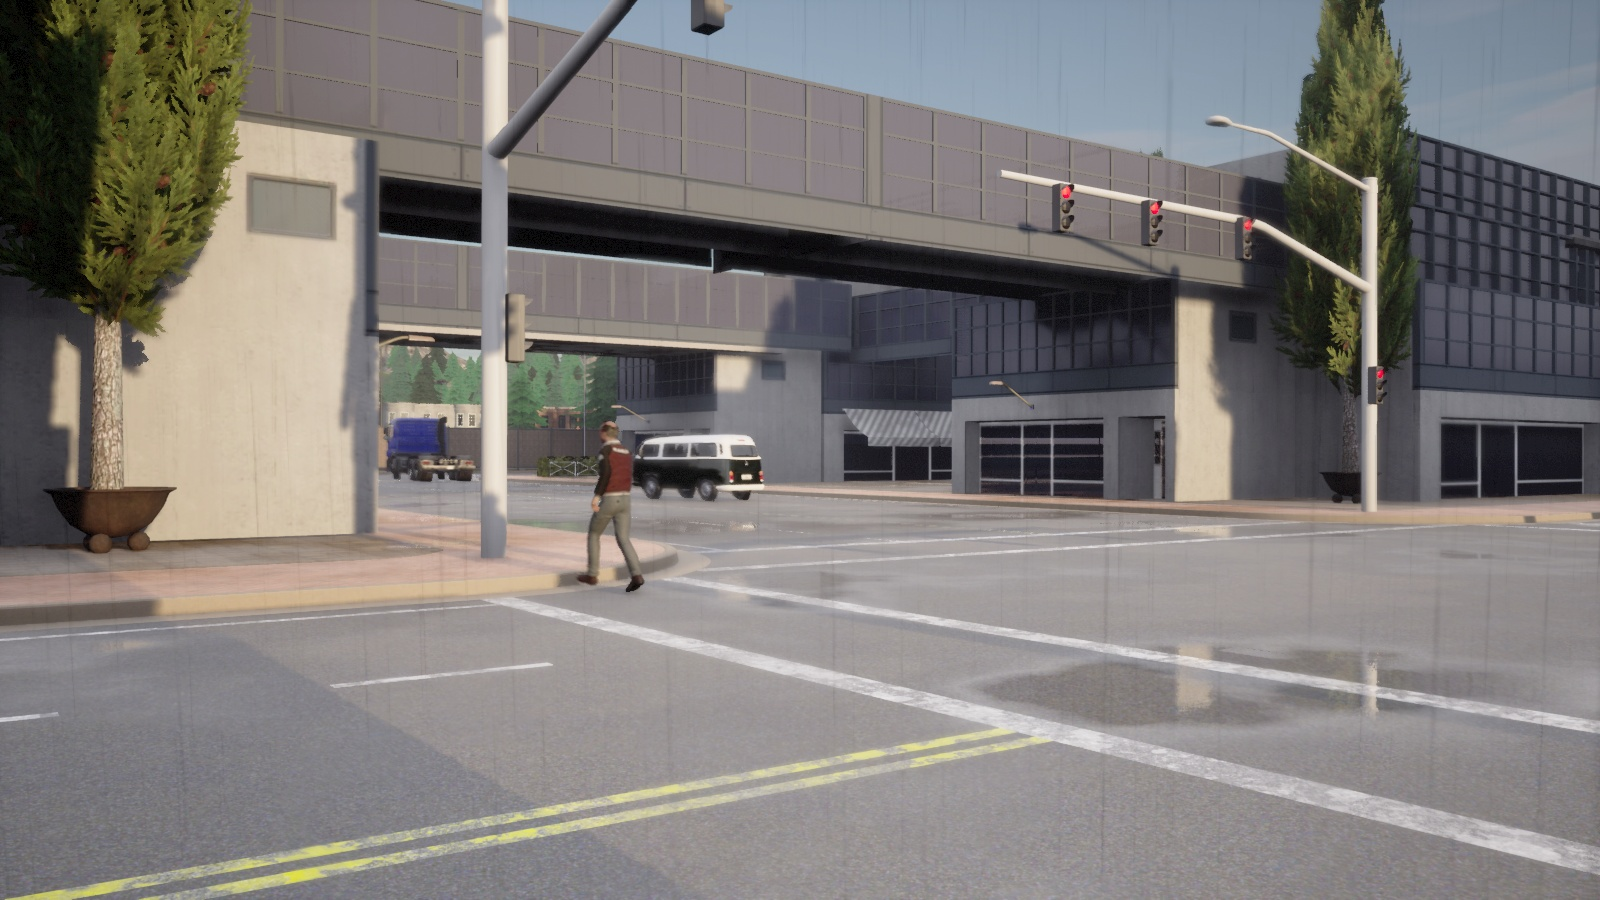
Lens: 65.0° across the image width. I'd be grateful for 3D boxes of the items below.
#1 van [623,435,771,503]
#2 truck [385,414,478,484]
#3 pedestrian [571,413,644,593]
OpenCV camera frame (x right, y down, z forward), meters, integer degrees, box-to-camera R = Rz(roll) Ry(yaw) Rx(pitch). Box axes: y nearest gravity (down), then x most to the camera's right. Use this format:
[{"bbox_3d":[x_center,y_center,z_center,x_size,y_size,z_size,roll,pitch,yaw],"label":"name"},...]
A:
[{"bbox_3d":[-3.275,0.572,39.463,4.480,2.038,2.069,0,0,41],"label":"van"},{"bbox_3d":[-19.704,-0.033,66.836,2.891,3.462,7.936,0,0,-31],"label":"truck"},{"bbox_3d":[-2.041,0.550,13.304,0.720,1.854,0.376,0,0,40],"label":"pedestrian"}]
